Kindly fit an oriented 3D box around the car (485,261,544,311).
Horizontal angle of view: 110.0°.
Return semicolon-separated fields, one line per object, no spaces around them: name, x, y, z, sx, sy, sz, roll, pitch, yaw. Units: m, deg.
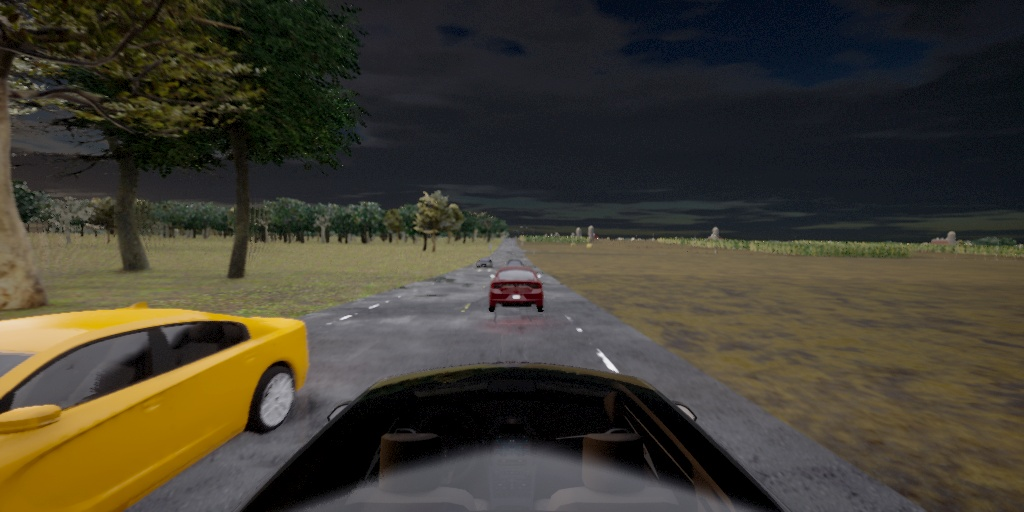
car;0.149;1.145;13.976;1.882;1.535;5.008;0;0;0

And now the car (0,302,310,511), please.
car;-3.595;1.217;2.638;1.882;1.535;5.008;0;0;0

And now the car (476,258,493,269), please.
car;-3.384;0.900;45.055;1.994;1.385;4.181;0;1;0
